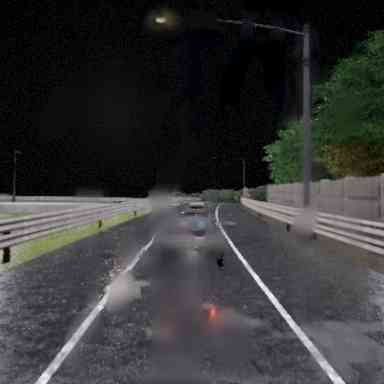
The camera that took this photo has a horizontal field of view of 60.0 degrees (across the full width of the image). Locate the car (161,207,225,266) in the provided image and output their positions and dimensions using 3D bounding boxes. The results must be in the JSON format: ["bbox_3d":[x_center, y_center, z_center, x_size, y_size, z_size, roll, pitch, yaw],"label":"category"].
[{"bbox_3d":[0.039,1.475,11.420,2.128,1.511,4.902,0,0,0],"label":"car"}]

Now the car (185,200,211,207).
[{"bbox_3d":[0.454,1.459,27.265,1.837,1.490,4.892,0,0,3],"label":"car"}]
